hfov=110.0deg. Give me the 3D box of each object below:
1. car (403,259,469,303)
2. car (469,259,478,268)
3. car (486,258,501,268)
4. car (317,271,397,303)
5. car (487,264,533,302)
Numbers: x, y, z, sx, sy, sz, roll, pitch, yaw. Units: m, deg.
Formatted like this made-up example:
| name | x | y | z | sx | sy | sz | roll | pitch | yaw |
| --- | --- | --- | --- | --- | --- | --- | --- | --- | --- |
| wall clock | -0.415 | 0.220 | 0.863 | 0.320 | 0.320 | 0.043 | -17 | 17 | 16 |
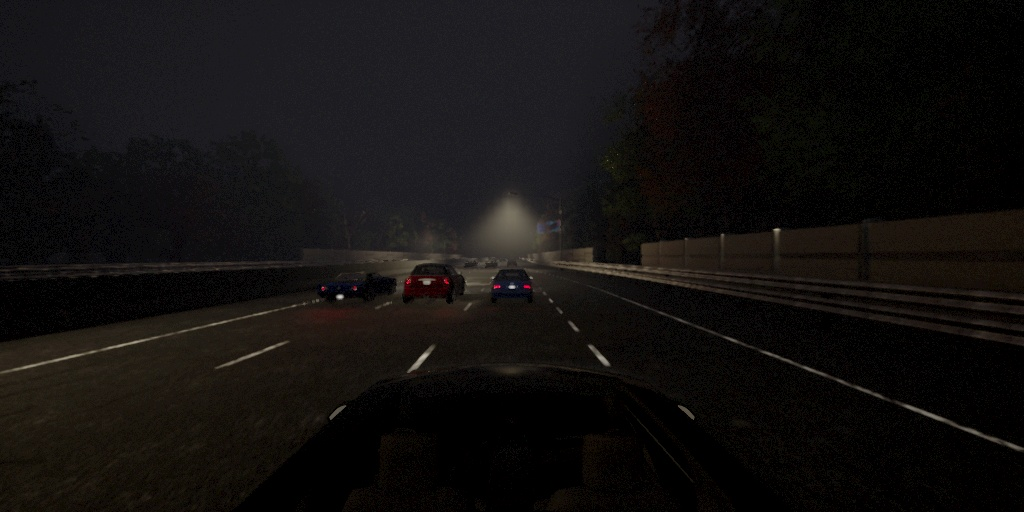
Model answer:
| name | x | y | z | sx | sy | sz | roll | pitch | yaw |
| --- | --- | --- | --- | --- | --- | --- | --- | --- | --- |
| car | -3.497 | 1.113 | 16.900 | 2.097 | 1.767 | 4.553 | 0 | 0 | 0 |
| car | -6.982 | 1.288 | 62.028 | 2.128 | 1.511 | 4.902 | 0 | 0 | 0 |
| car | -3.479 | 1.288 | 62.117 | 2.128 | 1.511 | 4.902 | 0 | 0 | 0 |
| car | -6.995 | 1.363 | 16.811 | 1.895 | 1.301 | 4.718 | 0 | 0 | 0 |
| car | 0.003 | 1.309 | 17.084 | 2.033 | 1.411 | 5.357 | 0 | 0 | 0 |
